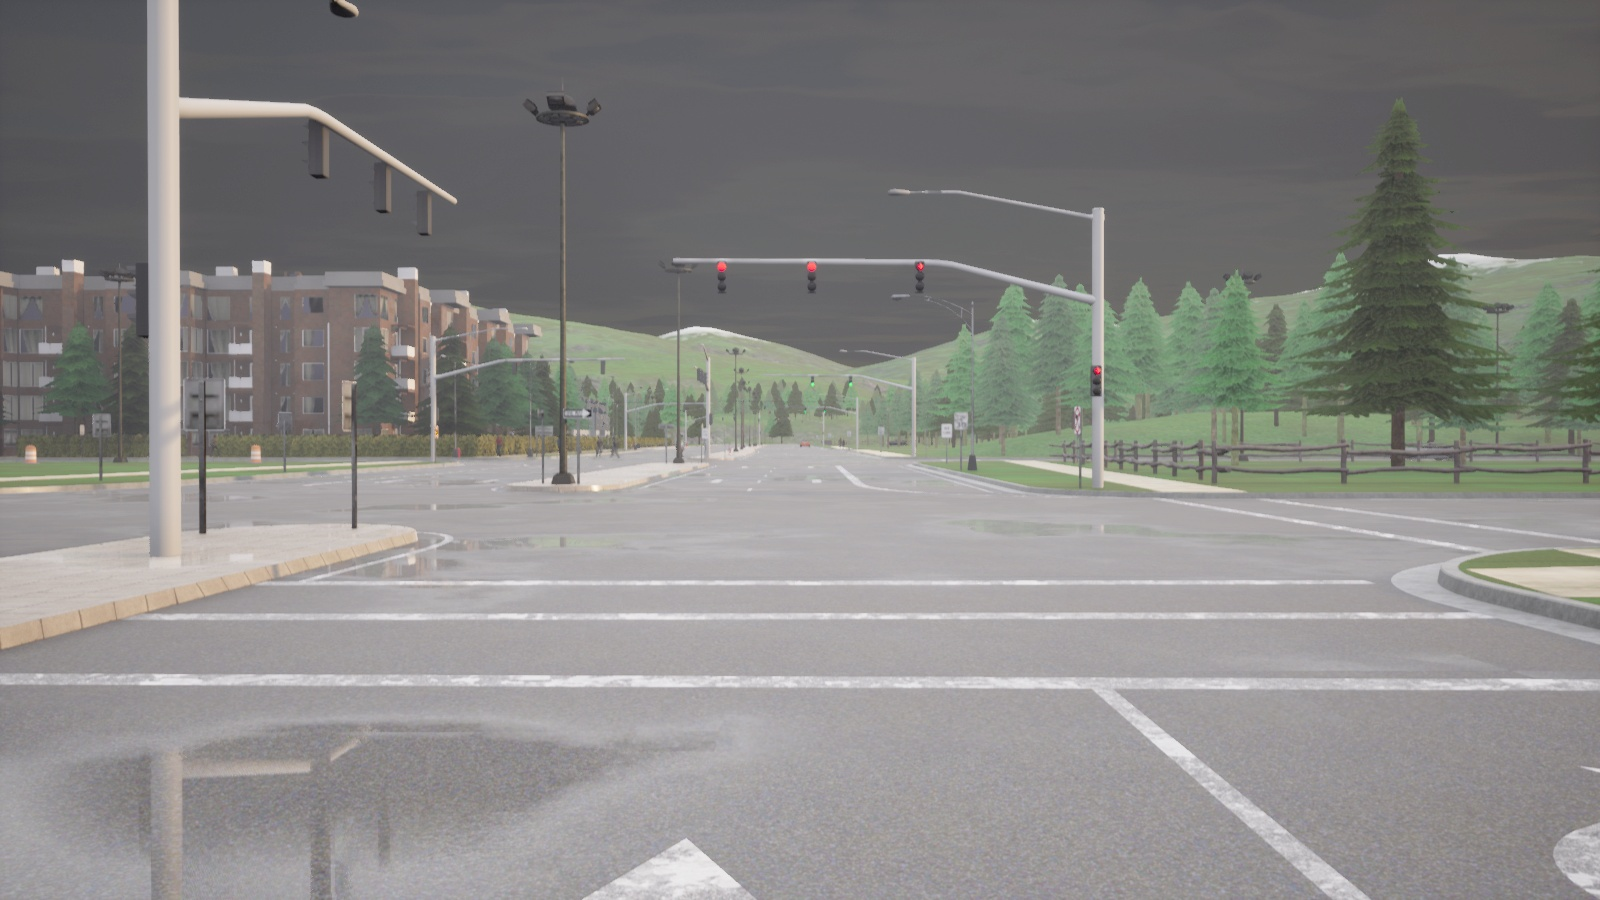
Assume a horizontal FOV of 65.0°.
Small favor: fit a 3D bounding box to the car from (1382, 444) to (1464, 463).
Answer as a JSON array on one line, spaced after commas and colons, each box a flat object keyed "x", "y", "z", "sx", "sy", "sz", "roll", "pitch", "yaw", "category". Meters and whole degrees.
[{"x": 43.099, "y": 0.240, "z": 86.889, "sx": 4.718, "sy": 1.301, "sz": 1.895, "roll": 0, "pitch": 0, "yaw": 0, "category": "car"}]
